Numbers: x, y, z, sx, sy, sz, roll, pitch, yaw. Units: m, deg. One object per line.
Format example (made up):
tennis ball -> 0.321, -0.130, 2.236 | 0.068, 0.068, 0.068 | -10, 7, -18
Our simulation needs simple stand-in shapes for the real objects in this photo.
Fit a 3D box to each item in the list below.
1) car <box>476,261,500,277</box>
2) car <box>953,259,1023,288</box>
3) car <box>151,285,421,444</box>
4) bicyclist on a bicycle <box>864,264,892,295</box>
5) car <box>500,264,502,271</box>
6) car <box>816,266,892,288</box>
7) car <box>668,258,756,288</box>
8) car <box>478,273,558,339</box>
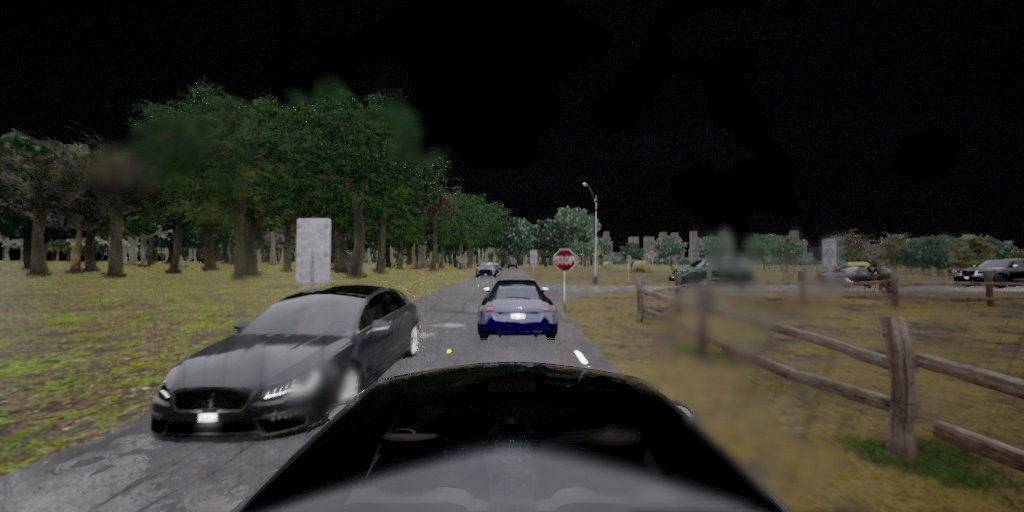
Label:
car -> -2.740, 1.367, 39.026 | 2.097, 1.767, 4.553 | 0, -1, -1
car -> 35.158, 1.209, 25.520 | 5.566, 2.045, 2.150 | 0, -2, 1
car -> -2.844, 1.277, 5.792 | 1.837, 1.490, 4.892 | 0, 0, 0
bicyclist on a bicycle -> 19.948, 1.252, 19.514 | 0.582, 1.620, 1.656 | 0, 0, 0
car -> -2.745, 1.604, 49.035 | 1.882, 1.535, 5.008 | 0, -1, 0
car -> 24.487, 1.477, 25.498 | 4.892, 1.490, 1.837 | 0, -2, -1
car -> 14.148, 1.178, 25.475 | 5.566, 2.045, 2.150 | 0, -2, -1
car -> 0.123, 1.364, 10.253 | 1.994, 1.385, 4.181 | 0, 0, 0
